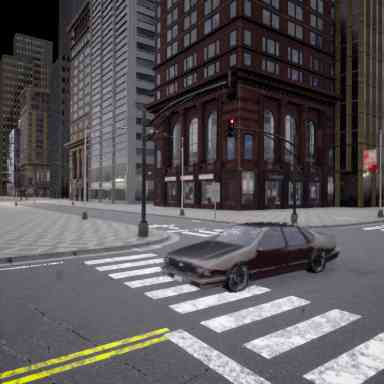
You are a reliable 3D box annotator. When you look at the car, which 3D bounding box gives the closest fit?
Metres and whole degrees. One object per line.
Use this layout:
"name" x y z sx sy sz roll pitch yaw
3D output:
"car" 1.853 1.549 9.019 5.357 1.411 2.033 0 0 -36
